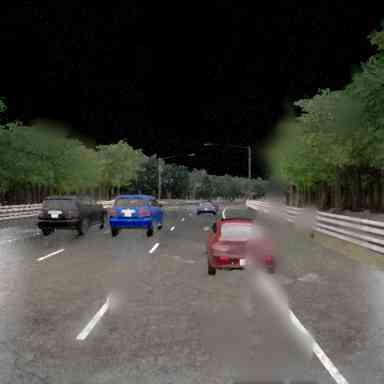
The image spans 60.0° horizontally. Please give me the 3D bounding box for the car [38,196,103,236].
[{"bbox_3d":[-6.428,1.240,18.576,2.150,2.045,5.566,0,0,3],"label":"car"}]

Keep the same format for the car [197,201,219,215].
[{"bbox_3d":[1.664,1.716,35.571,1.994,1.385,4.181,0,-1,7],"label":"car"}]

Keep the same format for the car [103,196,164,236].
[{"bbox_3d":[-2.929,1.231,18.565,2.150,2.045,5.566,0,-1,3],"label":"car"}]

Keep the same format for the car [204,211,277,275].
[{"bbox_3d":[1.366,1.531,10.317,1.812,1.442,4.674,0,0,2],"label":"car"}]

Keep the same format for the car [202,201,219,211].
[{"bbox_3d":[2.597,1.877,45.358,1.994,1.385,4.181,0,-1,7],"label":"car"}]
